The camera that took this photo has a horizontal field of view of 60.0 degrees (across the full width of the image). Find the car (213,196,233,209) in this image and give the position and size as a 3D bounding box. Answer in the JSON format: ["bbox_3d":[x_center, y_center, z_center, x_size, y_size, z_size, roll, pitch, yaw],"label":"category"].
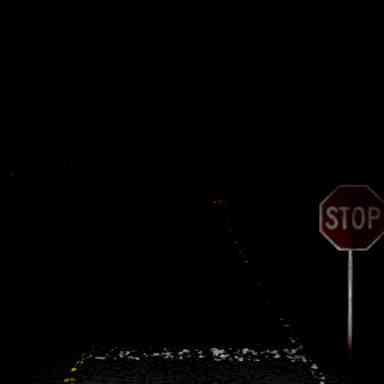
[{"bbox_3d":[4.025,1.341,45.159,2.097,1.767,4.553,0,0,9],"label":"car"}]

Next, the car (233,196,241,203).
[{"bbox_3d":[9.080,1.467,69.175,2.128,1.511,4.902,0,0,15],"label":"car"}]
